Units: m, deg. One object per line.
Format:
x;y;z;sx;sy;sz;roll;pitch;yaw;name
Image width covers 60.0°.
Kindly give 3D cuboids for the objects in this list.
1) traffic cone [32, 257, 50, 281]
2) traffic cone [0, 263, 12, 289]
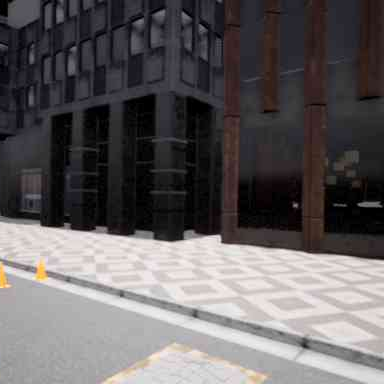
-3.995;2.011;8.818;0.340;0.580;0.340;0;-1;37;traffic cone
-4.594;1.997;8.014;0.340;0.580;0.340;0;-1;37;traffic cone
